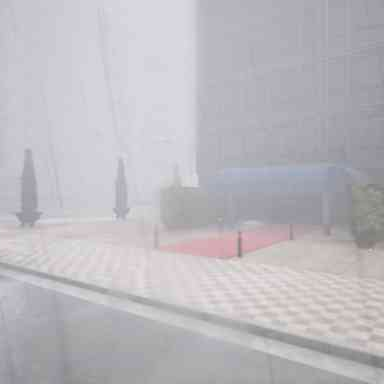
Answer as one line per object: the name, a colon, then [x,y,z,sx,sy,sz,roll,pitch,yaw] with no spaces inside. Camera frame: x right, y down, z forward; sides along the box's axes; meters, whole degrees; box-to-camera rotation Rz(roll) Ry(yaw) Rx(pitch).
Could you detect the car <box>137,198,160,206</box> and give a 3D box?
car: [-7.124,1.641,55.132,1.994,1.385,4.181,0,0,36]
